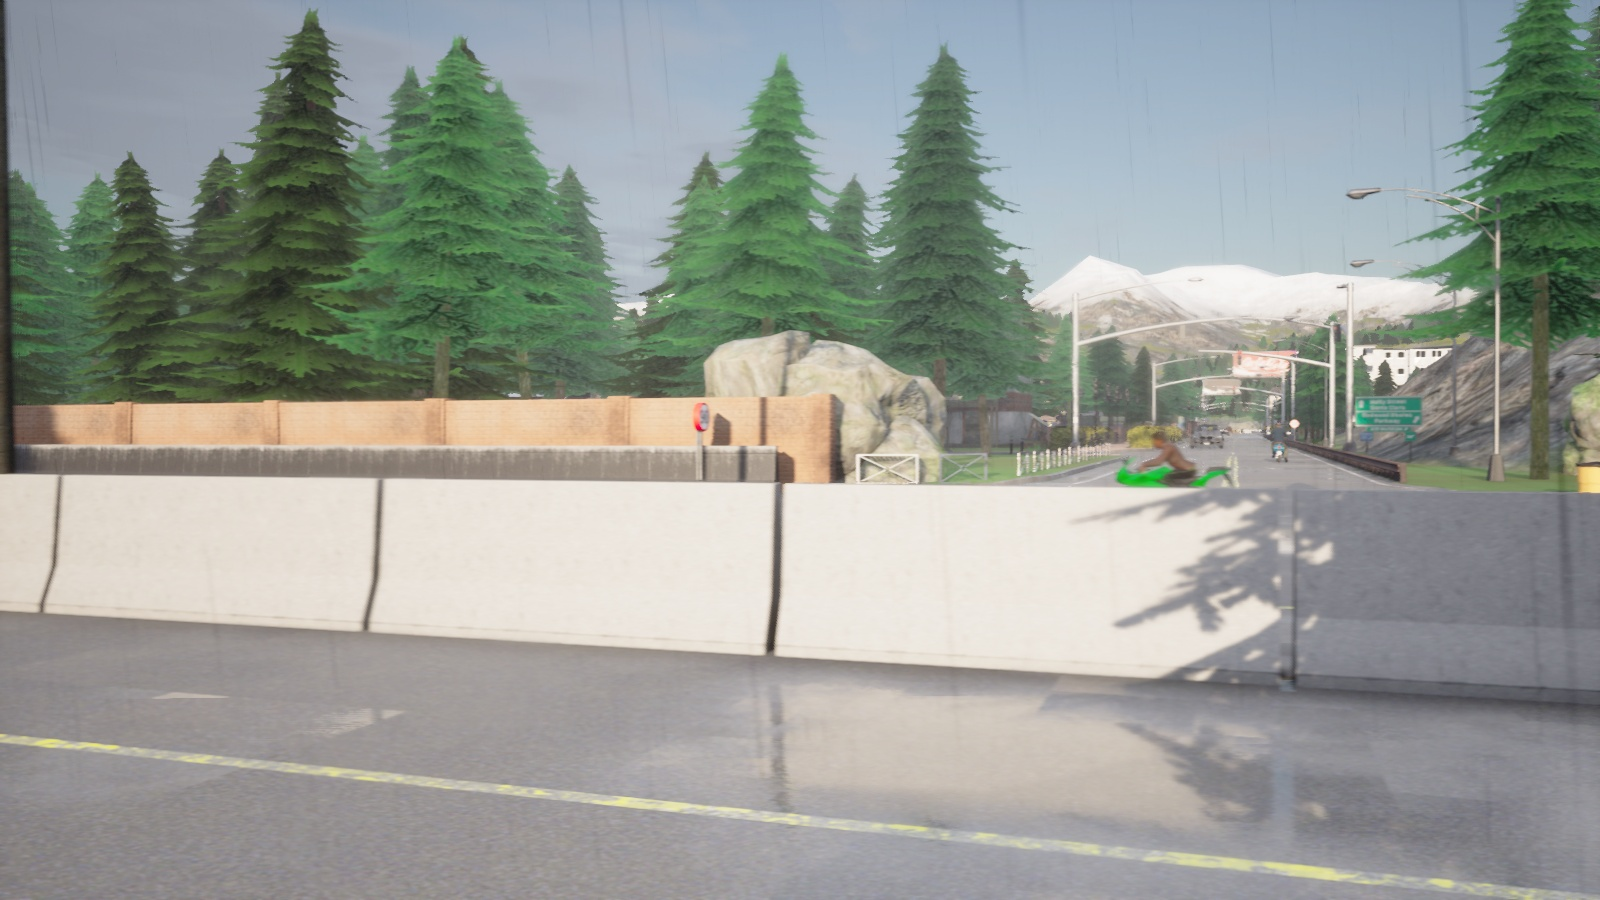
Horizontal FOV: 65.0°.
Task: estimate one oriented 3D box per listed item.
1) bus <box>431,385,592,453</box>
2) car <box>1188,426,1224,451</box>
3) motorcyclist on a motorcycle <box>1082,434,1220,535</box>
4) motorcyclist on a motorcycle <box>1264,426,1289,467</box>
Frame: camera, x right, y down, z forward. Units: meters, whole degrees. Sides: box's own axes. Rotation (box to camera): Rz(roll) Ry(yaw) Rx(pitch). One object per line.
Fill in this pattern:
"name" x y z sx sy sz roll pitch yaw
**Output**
"bus" -19.188 -2.050 83.404 10.273 4.253 3.944 1 1 26
"car" 28.513 -0.831 88.091 2.242 1.667 4.611 1 1 19
"motorcyclist on a motorcycle" 5.533 0.510 19.793 2.044 1.523 0.797 1 1 19
"motorcyclist on a motorcycle" 19.241 -0.154 50.733 0.866 1.590 1.817 1 1 19
